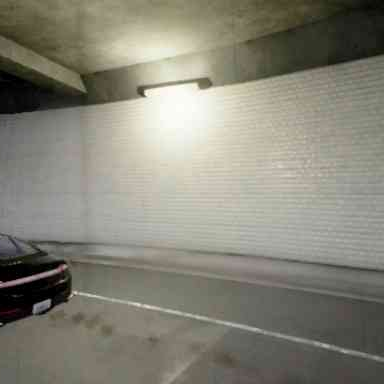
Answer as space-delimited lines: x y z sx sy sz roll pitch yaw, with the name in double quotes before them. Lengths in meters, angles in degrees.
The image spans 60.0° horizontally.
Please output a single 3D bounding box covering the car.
"car" -4.387 1.474 5.952 4.902 1.511 2.128 0 0 26
